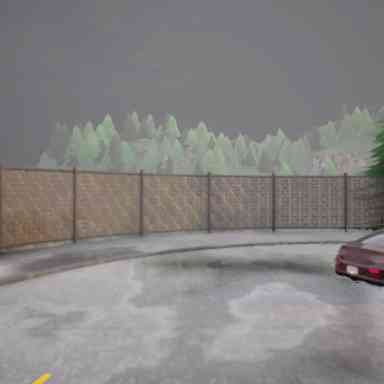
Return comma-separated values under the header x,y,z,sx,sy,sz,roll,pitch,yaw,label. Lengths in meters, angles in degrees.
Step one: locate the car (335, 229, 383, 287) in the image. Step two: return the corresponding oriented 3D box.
x,y,z,sx,sy,sz,roll,pitch,yaw,label
5.727,1.555,8.139,4.674,1.442,1.812,0,-1,-19,car
